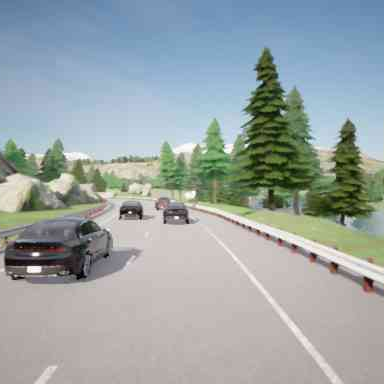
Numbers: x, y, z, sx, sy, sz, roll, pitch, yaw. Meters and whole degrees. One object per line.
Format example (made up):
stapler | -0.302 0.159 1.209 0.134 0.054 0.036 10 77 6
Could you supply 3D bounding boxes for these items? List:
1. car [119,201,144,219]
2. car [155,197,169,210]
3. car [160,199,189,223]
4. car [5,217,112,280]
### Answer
car | -5.236 1.490 29.089 1.882 1.535 5.008 0 0 -7
car | -3.785 1.444 43.140 2.033 1.649 4.856 0 0 -10
car | -1.302 1.512 25.334 1.837 1.490 4.892 0 0 -6
car | -3.684 1.511 9.976 1.837 1.490 4.892 0 0 -2
